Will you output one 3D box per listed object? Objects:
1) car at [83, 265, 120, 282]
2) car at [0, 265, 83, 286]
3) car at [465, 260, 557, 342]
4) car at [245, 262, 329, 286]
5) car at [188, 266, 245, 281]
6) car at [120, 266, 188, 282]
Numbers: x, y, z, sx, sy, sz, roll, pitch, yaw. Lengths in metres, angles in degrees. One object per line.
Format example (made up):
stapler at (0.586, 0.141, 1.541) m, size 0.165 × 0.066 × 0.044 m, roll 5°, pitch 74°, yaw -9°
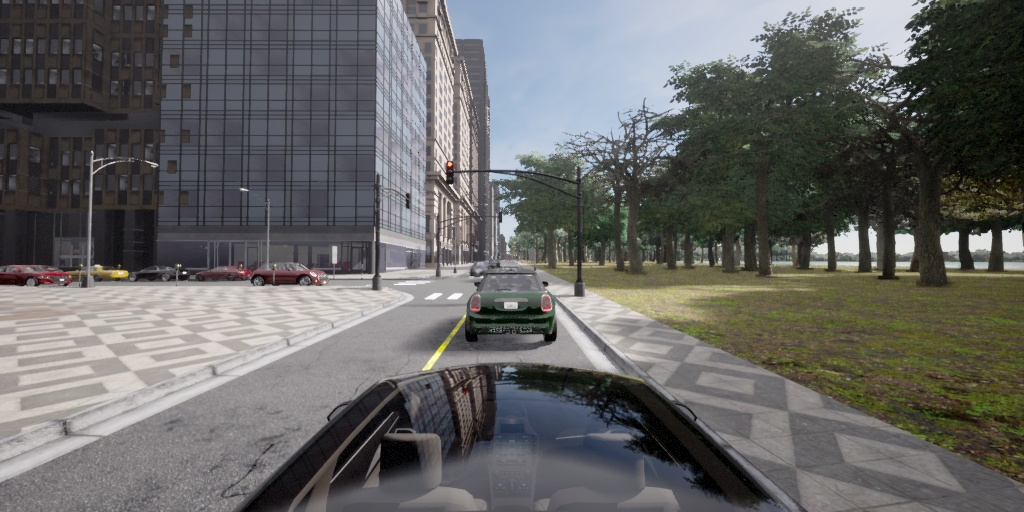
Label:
car at (-35.733, 1.444, 30.610) m, size 4.829 × 1.417 × 1.751 m, roll 0°, pitch 0°, yaw 0°
car at (-30.040, 1.236, 22.115) m, size 4.507 × 1.381 × 1.888 m, roll 0°, pitch 0°, yaw 0°
car at (-0.014, 1.108, 9.994) m, size 2.097 × 1.767 × 4.553 m, roll 0°, pitch 0°, yaw 0°
car at (-13.609, 1.120, 22.194) m, size 4.097 × 1.591 × 1.967 m, roll 0°, pitch 0°, yaw -1°
car at (-24.589, 1.494, 30.664) m, size 4.207 × 1.307 × 1.802 m, roll 0°, pitch 0°, yaw 0°
car at (-30.076, 1.481, 30.637) m, size 4.313 × 1.339 × 1.948 m, roll 0°, pitch 0°, yaw 0°
